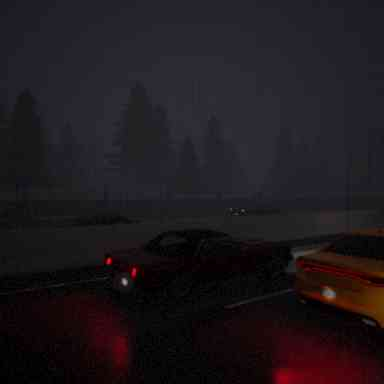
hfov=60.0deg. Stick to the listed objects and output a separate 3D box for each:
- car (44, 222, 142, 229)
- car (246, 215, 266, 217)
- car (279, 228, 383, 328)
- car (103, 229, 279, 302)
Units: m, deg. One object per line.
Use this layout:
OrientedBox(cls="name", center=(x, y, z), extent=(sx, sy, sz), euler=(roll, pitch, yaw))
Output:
OrientedBox(cls="car", center=(-4.075, 1.566, 13.983), extent=(4.181, 1.385, 1.994), euler=(0, 0, -35))
OrientedBox(cls="car", center=(5.554, 1.606, 29.447), extent=(4.718, 1.301, 1.895), euler=(0, 0, -35))
OrientedBox(cls="car", center=(4.209, 1.479, 6.750), extent=(5.008, 1.535, 1.882), euler=(0, 0, -35))
OrientedBox(cls="car", center=(0.375, 1.602, 8.313), extent=(4.718, 1.301, 1.895), euler=(0, 0, -36))
